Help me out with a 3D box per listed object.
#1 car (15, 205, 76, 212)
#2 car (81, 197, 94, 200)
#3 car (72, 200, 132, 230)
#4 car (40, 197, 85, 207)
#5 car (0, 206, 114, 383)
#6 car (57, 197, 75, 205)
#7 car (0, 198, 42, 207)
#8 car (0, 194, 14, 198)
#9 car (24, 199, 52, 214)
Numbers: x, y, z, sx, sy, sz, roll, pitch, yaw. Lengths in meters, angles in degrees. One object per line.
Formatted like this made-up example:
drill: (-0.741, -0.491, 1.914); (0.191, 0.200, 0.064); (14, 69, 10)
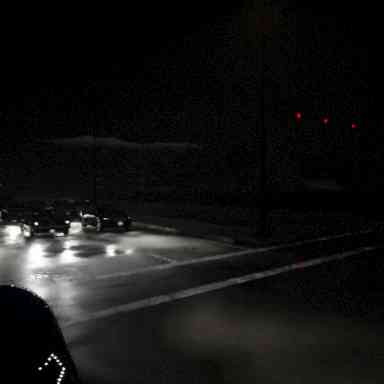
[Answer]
car: (-8.079, 1.599, 18.075); (1.895, 1.301, 4.718); (0, 0, -35)
car: (-15.800, 1.445, 49.444); (2.128, 1.511, 4.902); (0, 0, -35)
car: (-5.327, 1.466, 20.246); (2.128, 1.511, 4.902); (0, 0, -35)
car: (-11.317, 1.478, 28.742); (2.128, 1.511, 4.902); (0, 0, -35)
car: (-3.441, 1.239, 1.534); (5.566, 2.045, 2.150); (0, 0, -37)
car: (-22.179, 1.567, 58.455); (1.895, 1.301, 4.718); (0, 0, -35)
car: (-13.414, 1.500, 25.641); (2.128, 1.511, 4.902); (0, 0, -35)
car: (-19.183, 1.241, 33.854); (2.150, 2.045, 5.566); (0, 0, -35)
car: (-17.391, 1.546, 37.393); (2.033, 1.411, 5.357); (0, 0, -35)
